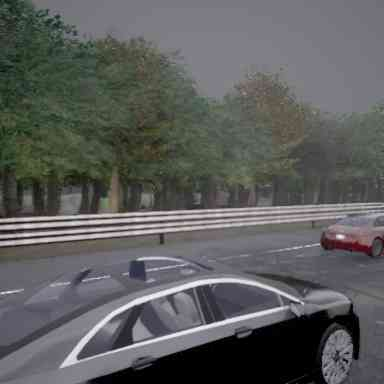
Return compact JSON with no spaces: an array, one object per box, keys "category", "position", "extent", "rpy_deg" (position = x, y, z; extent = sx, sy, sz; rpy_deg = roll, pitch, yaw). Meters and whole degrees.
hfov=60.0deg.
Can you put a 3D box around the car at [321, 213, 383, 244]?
[{"category":"car","position":[6.766,1.497,12.551],"extent":[4.181,1.385,1.994],"rpy_deg":[0,0,-34]}]

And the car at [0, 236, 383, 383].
[{"category":"car","position":[-0.080,1.479,3.639],"extent":[4.902,1.511,2.128],"rpy_deg":[0,0,-35]}]
